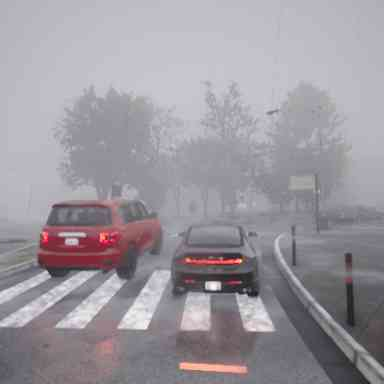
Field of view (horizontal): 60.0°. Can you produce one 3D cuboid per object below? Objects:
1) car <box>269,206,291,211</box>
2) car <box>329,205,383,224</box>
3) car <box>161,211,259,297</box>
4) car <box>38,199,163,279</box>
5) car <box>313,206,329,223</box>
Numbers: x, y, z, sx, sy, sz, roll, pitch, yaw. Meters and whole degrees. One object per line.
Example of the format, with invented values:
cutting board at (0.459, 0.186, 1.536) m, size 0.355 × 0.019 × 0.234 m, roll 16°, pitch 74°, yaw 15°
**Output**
car at (19.207, 3.790, 72.954) m, size 4.902 × 1.511 × 2.128 m, roll -3°, pitch -5°, yaw 37°
car at (13.254, 1.756, 26.075) m, size 4.181 × 1.385 × 1.994 m, roll -1°, pitch -4°, yaw -26°
car at (0.640, 1.483, 8.591) m, size 1.837 × 1.490 × 4.892 m, roll -1°, pitch 0°, yaw 6°
car at (-2.428, 1.230, 10.256) m, size 2.150 × 2.045 × 5.566 m, roll -1°, pitch 0°, yaw 7°
car at (13.058, 1.874, 29.618) m, size 5.008 × 1.535 × 1.882 m, roll -1°, pitch -3°, yaw -28°
